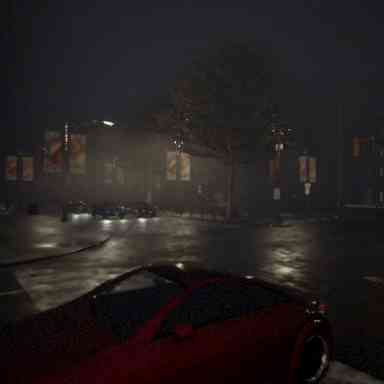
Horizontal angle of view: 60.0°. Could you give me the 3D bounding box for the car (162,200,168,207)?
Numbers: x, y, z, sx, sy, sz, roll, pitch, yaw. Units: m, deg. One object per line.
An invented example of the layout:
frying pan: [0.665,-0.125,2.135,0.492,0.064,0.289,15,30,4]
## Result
car: [-5.931,1.859,54.164,2.033,1.411,5.357,1,0,-36]

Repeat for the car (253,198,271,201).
car: [14.161,1.908,66.227,2.002,1.452,4.674,1,0,-36]

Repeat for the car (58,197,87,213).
car: [-13.826,1.624,39.175,2.128,1.511,4.902,1,0,-35]

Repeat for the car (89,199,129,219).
car: [-7.846,1.659,30.809,1.812,1.442,4.674,1,0,-35]

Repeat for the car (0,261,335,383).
car: [-0.256,1.586,3.811,4.181,1.385,1.994,1,0,-36]

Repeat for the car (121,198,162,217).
car: [-5.276,1.680,33.240,1.837,1.490,4.892,1,0,-36]

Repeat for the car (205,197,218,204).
car: [3.682,1.951,73.707,2.161,1.482,4.786,1,0,-36]

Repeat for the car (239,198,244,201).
car: [13.332,2.138,80.158,1.895,1.301,4.718,1,0,-36]

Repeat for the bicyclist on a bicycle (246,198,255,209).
bicyclist on a bicycle: [8.383,1.705,47.606,1.656,1.620,0.582,0,0,-36]
